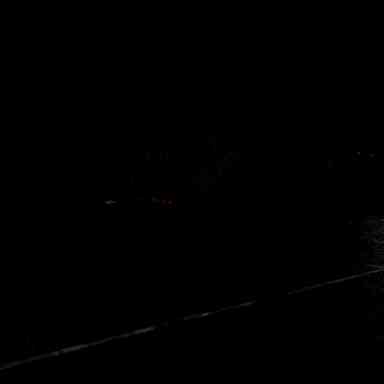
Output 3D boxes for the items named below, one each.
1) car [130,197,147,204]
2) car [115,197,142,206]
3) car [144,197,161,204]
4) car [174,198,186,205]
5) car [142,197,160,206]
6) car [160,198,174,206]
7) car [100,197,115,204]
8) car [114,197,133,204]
[{"bbox_3d":[-11.886,1.798,73.393,1.837,1.490,4.892,1,0,-35],"label":"car"},{"bbox_3d":[-11.639,1.769,60.866,2.128,1.511,4.902,1,0,-35],"label":"car"},{"bbox_3d":[-9.023,1.860,75.405,1.812,1.442,4.674,1,0,-35],"label":"car"},{"bbox_3d":[-3.118,1.884,67.002,2.128,1.511,4.902,1,0,-35],"label":"car"},{"bbox_3d":[-8.734,1.863,62.818,2.033,1.411,5.357,1,0,-35],"label":"car"},{"bbox_3d":[-5.998,1.955,65.012,1.895,1.301,4.718,1,0,-35],"label":"car"},{"bbox_3d":[-17.614,1.752,69.369,2.128,1.511,4.902,1,0,-35],"label":"car"},{"bbox_3d":[-14.751,1.802,71.381,2.033,1.411,5.357,1,0,-35],"label":"car"}]
